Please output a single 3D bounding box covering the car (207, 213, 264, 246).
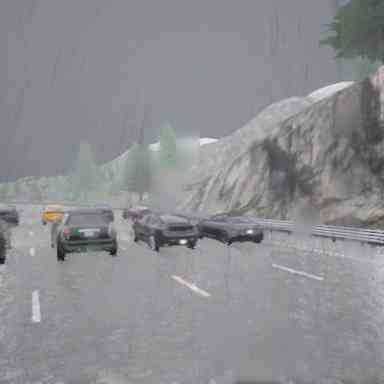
[{"bbox_3d":[1.738,1.765,16.723,1.994,1.385,4.181,0,-1,-26],"label":"car"}]

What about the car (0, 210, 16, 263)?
[{"bbox_3d":[-7.680,1.642,12.076,1.837,1.490,4.892,0,0,-26],"label":"car"}]

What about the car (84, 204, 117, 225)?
[{"bbox_3d":[-7.984,1.836,28.596,1.837,1.490,4.892,0,0,-26],"label":"car"}]

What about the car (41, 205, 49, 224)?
[{"bbox_3d":[-11.462,1.793,27.733,1.882,1.535,5.008,0,0,-26],"label":"car"}]

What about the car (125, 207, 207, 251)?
[{"bbox_3d":[-1.381,1.685,15.129,1.837,1.490,4.892,0,0,-26],"label":"car"}]

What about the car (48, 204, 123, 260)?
[{"bbox_3d":[-4.493,1.507,13.527,2.097,1.767,4.553,0,-1,-26],"label":"car"}]

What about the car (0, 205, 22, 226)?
[{"bbox_3d":[-14.278,1.794,25.533,1.837,1.490,4.892,0,0,-26],"label":"car"}]

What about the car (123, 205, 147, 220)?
[{"bbox_3d":[-5.016,1.880,30.490,1.812,1.442,4.674,0,-1,-26],"label":"car"}]
